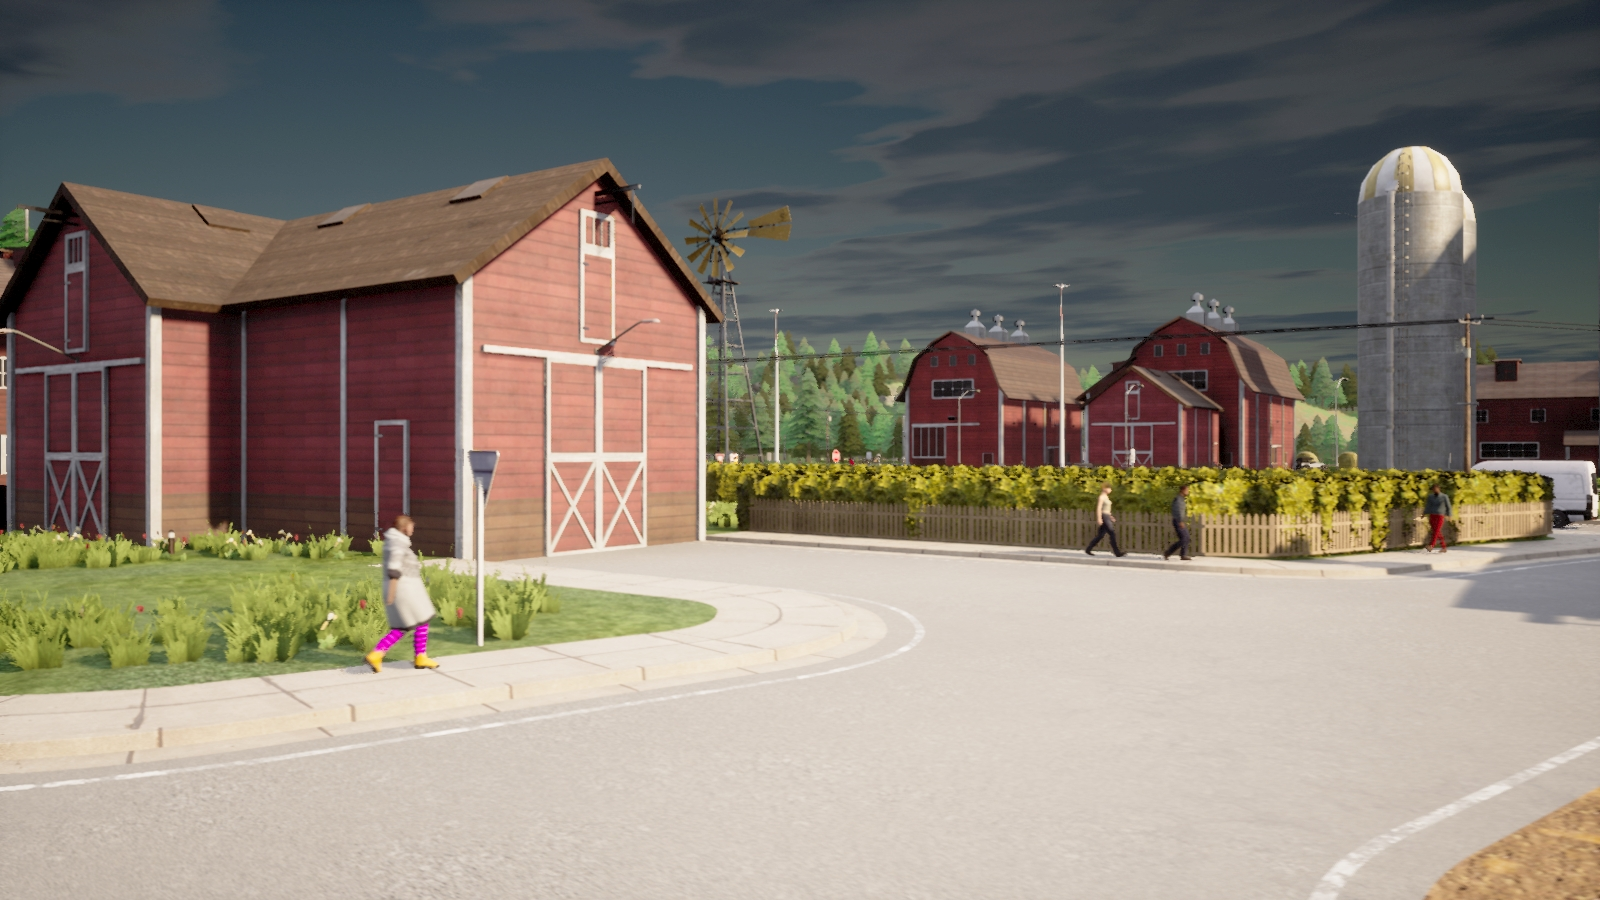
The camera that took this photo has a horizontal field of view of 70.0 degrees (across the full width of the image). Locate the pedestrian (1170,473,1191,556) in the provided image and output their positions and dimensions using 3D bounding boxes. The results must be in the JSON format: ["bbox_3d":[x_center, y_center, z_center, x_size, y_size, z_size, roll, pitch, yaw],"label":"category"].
[{"bbox_3d":[8.731,1.471,26.218,0.375,1.860,0.375,0,0,32],"label":"pedestrian"}]

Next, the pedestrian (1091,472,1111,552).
[{"bbox_3d":[7.171,1.469,27.208,0.375,1.860,0.375,0,0,28],"label":"pedestrian"}]

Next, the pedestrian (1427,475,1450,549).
[{"bbox_3d":[16.270,1.562,29.113,0.375,1.860,0.375,0,0,-30],"label":"pedestrian"}]

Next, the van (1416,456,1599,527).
[{"bbox_3d":[27.555,1.549,44.590,5.915,2.561,1.988,0,0,40],"label":"van"}]

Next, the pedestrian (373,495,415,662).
[{"bbox_3d":[-4.667,1.459,13.129,0.375,1.860,0.375,0,0,-34],"label":"pedestrian"}]
